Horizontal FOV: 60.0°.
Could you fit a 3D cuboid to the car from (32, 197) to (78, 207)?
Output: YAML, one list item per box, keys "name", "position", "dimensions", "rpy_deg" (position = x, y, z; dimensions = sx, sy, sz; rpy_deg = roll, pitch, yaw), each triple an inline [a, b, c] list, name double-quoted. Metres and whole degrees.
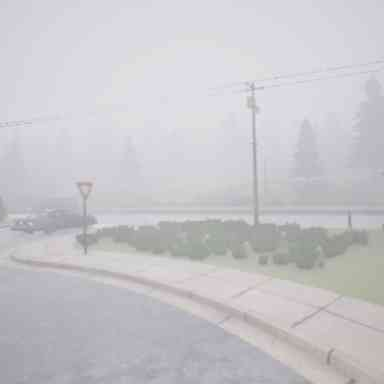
- name: "car"
  position: [-15.404, 1.576, 37.421]
  dimensions: [5.566, 2.045, 2.150]
  rpy_deg: [-2, 0, 22]

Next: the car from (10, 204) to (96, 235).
- name: "car"
  position: [-8.279, 1.738, 20.508]
  dimensions: [2.033, 1.411, 5.357]
  rpy_deg: [-1, 0, 25]
